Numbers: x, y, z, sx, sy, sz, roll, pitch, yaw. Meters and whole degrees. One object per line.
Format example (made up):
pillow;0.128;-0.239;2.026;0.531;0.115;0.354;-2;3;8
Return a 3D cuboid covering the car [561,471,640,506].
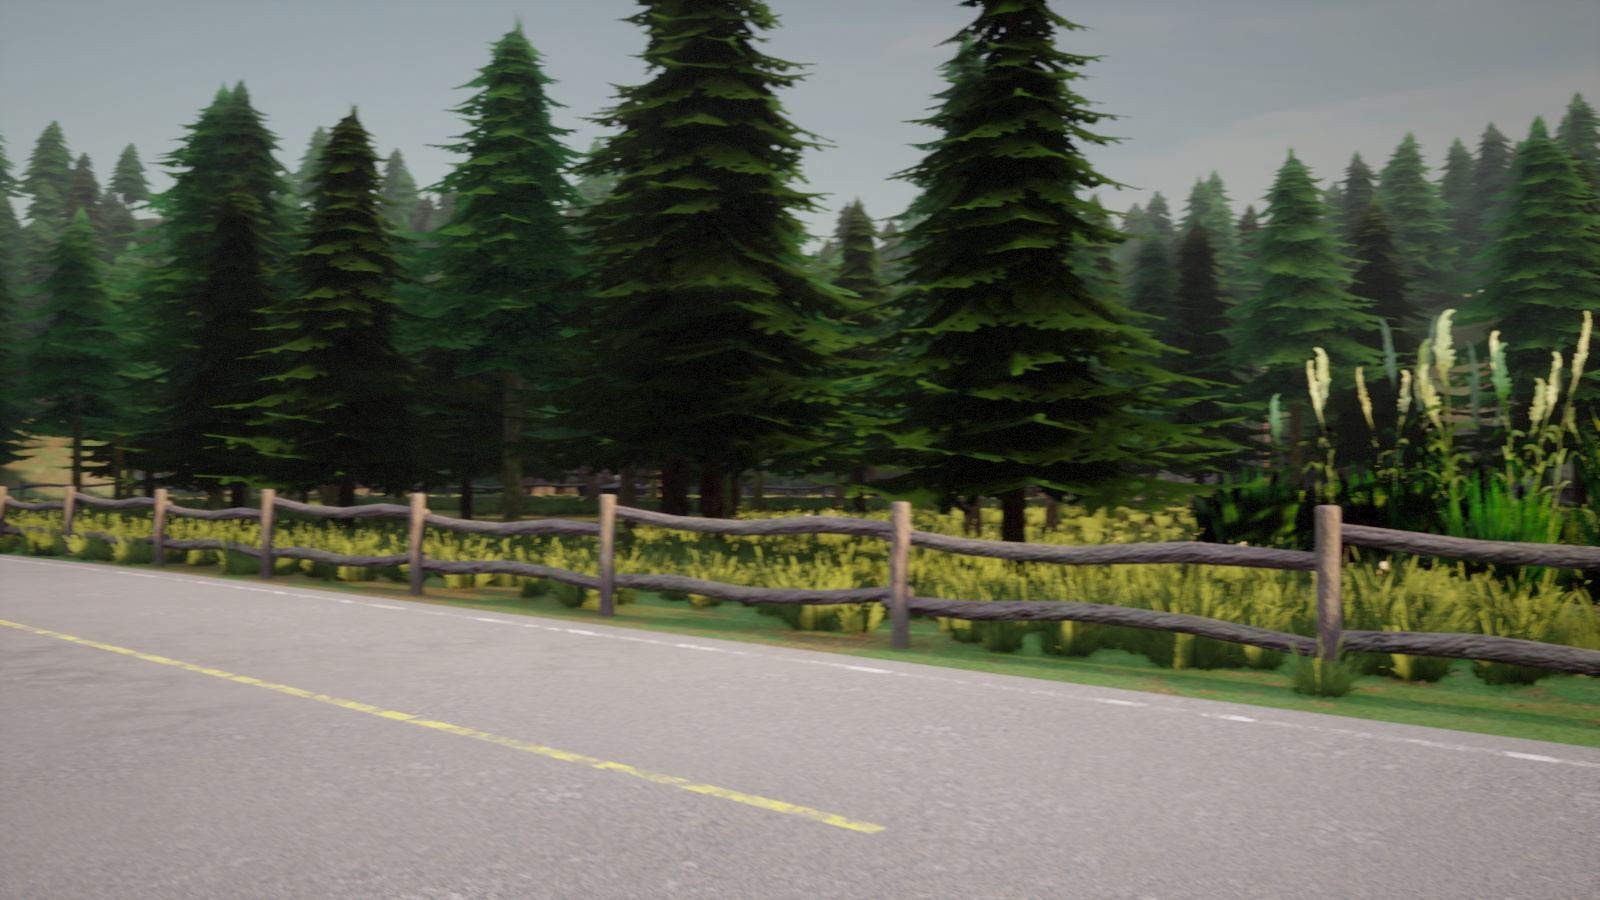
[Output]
car;-10.773;2.078;67.910;3.866;1.878;1.905;0;-1;4
